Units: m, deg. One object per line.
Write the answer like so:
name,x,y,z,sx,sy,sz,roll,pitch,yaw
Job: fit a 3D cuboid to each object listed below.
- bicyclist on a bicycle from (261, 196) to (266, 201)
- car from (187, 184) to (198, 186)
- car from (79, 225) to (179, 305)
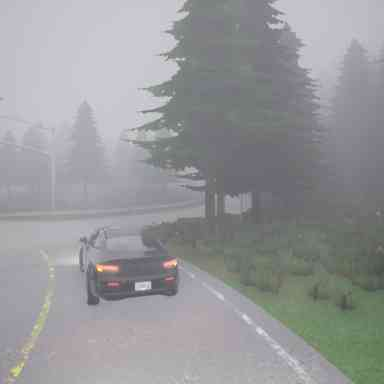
bicyclist on a bicycle,6.284,0.894,30.423,1.656,1.620,0.582,-13,-4,35
car,0.063,-2.122,70.124,2.150,2.045,5.566,0,5,-1
car,-1.691,1.526,8.139,1.812,1.442,4.674,0,0,-21
